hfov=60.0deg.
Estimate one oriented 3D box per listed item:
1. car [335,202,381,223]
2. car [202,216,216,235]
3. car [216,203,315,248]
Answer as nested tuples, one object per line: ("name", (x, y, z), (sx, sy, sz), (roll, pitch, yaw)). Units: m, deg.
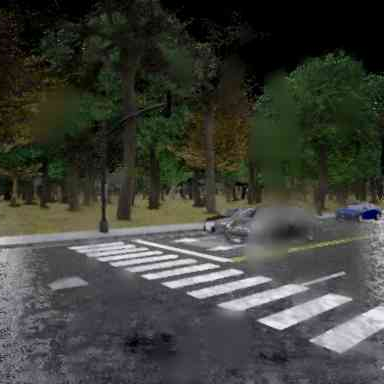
("car", (13.642, 1.616, 27.247), (5.008, 1.535, 1.882), (0, 0, -38))
("car", (2.757, 1.592, 18.665), (4.902, 1.511, 2.128), (0, -1, -38))
("car", (3.603, 1.425, 15.193), (4.553, 1.767, 2.097), (0, -1, -38))
